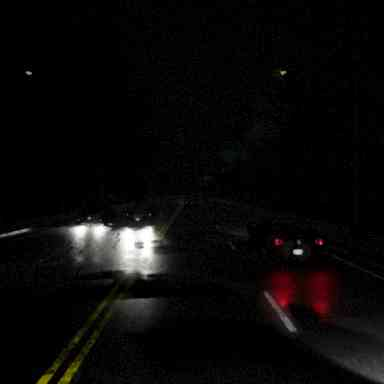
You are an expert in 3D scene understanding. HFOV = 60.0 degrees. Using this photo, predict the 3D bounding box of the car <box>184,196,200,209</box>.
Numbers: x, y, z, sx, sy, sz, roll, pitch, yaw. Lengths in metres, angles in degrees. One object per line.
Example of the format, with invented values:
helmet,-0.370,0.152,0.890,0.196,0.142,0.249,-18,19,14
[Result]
car,0.000,1.467,44.002,1.994,1.385,4.181,0,0,0

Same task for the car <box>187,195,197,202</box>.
car,0.002,1.479,73.735,2.033,1.411,5.357,0,0,0

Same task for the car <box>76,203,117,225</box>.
car,-6.588,1.486,23.317,1.994,1.385,4.181,0,0,0

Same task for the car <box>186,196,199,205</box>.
car,0.102,1.454,57.020,2.033,1.411,5.357,0,0,0

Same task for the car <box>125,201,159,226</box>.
car,-3.338,1.414,22.876,2.128,1.511,4.902,0,0,0

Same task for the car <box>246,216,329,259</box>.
car,3.251,1.550,12.402,1.895,1.301,4.718,0,0,0
